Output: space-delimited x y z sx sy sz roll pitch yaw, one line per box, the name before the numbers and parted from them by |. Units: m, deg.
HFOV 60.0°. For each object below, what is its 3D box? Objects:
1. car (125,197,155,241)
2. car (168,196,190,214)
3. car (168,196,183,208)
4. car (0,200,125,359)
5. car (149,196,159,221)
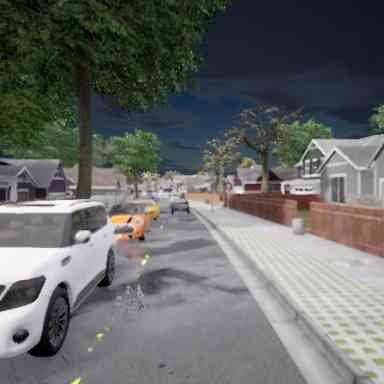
car | -3.206 1.310 16.422 2.097 1.767 4.553 0 0 -2
car | -1.207 1.373 33.409 2.128 1.511 4.902 0 0 -4
car | -2.361 1.348 46.608 1.812 1.442 4.674 0 0 -6
car | -2.938 1.210 6.351 2.150 2.045 5.566 0 0 -1
car | -3.648 1.395 26.771 1.882 1.535 5.008 0 0 -3
